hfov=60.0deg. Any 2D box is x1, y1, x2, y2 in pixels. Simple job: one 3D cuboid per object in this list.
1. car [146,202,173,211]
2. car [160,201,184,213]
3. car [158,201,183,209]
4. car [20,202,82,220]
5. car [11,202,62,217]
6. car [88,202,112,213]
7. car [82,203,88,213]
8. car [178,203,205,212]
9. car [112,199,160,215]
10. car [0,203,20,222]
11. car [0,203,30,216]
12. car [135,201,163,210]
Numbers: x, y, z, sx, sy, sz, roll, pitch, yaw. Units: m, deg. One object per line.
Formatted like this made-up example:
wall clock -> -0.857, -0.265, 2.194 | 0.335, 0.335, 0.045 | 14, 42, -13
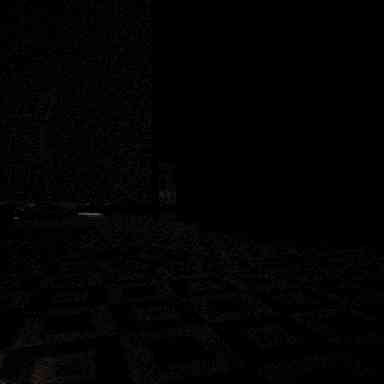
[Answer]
car -> -5.030, 2.216, 52.150 | 1.994, 1.385, 4.181 | 0, -1, 37
car -> -3.319, 2.113, 44.548 | 1.887, 1.381, 4.507 | -1, -2, 35
car -> -3.709, 2.304, 58.692 | 2.008, 1.369, 4.403 | -1, -2, 35
car -> -13.044, 1.823, 30.897 | 1.752, 1.417, 4.829 | -1, -2, 35
car -> -16.666, 1.851, 35.897 | 1.812, 1.442, 4.674 | 0, -1, 36
car -> -10.884, 2.011, 43.995 | 1.812, 1.442, 4.674 | 0, -1, 35
car -> -13.532, 2.015, 44.904 | 1.887, 1.381, 4.507 | -1, -2, 35
car -> -0.040, 2.245, 49.149 | 1.802, 1.307, 4.206 | -1, -2, 36
car -> -6.594, 1.790, 39.958 | 2.192, 1.841, 5.009 | -1, -2, 35
car -> -16.416, 1.774, 26.162 | 1.947, 1.339, 4.313 | -1, -2, 35
car -> -20.080, 1.841, 35.711 | 2.008, 1.369, 4.403 | -1, -1, 35
car -> -6.983, 2.208, 54.096 | 2.008, 1.369, 4.403 | -1, -2, 35
